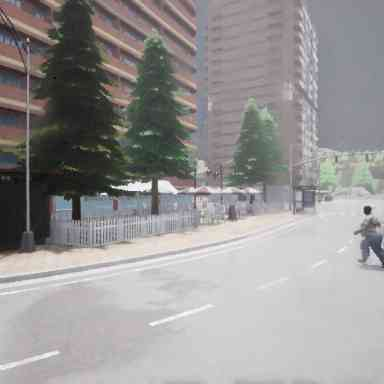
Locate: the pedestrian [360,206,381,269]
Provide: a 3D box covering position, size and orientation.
[{"bbox_3d":[5.340,1.294,9.940,0.375,1.860,0.375,0,0,38],"label":"pedestrian"}]
